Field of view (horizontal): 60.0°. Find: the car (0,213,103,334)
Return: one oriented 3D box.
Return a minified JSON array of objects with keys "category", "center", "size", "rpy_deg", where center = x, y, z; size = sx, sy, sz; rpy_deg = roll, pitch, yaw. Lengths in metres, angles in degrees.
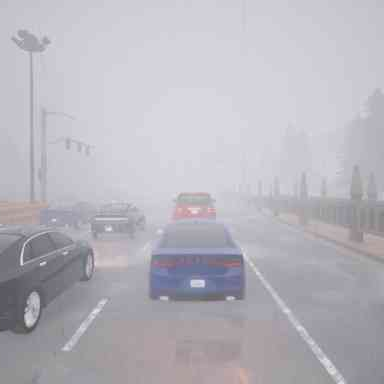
[{"category":"car","center":[-3.401,1.434,6.603],"size":[1.837,1.490,4.892],"rpy_deg":[0,1,0]}]

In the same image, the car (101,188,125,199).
[{"category":"car","center":[-13.900,0.366,58.352],"size":[2.150,2.045,5.566],"rpy_deg":[0,1,0]}]

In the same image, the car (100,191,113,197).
[{"category":"car","center":[-20.737,0.393,81.177],"size":[1.895,1.301,4.718],"rpy_deg":[0,1,0]}]

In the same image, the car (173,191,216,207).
[{"category":"car","center":[0.124,0.977,18.059],"size":[2.150,2.045,5.566],"rpy_deg":[0,1,0]}]

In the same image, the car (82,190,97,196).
[{"category":"car","center":[-20.788,0.361,67.510],"size":[2.097,1.767,4.553],"rpy_deg":[0,1,0]}]

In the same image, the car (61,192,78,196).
[{"category":"car","center":[-20.902,0.696,56.609],"size":[1.812,1.442,4.674],"rpy_deg":[0,1,1]}]

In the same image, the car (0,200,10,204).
[{"category":"car","center":[-14.053,1.239,23.412],"size":[1.994,1.385,4.181],"rpy_deg":[0,1,0]}]

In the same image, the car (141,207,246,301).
[{"category":"car","center":[0.101,1.383,8.189],"size":[1.882,1.535,5.008],"rpy_deg":[0,1,0]}]

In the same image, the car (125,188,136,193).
[{"category":"car","center":[-13.782,0.208,69.015],"size":[2.150,2.045,5.566],"rpy_deg":[0,1,0]}]

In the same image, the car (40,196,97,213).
[{"category":"car","center":[-6.869,1.218,19.059],"size":[1.882,1.535,5.008],"rpy_deg":[0,1,0]}]

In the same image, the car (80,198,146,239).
[{"category":"car","center":[-3.379,1.279,15.976],"size":[2.128,1.511,4.902],"rpy_deg":[0,1,0]}]
